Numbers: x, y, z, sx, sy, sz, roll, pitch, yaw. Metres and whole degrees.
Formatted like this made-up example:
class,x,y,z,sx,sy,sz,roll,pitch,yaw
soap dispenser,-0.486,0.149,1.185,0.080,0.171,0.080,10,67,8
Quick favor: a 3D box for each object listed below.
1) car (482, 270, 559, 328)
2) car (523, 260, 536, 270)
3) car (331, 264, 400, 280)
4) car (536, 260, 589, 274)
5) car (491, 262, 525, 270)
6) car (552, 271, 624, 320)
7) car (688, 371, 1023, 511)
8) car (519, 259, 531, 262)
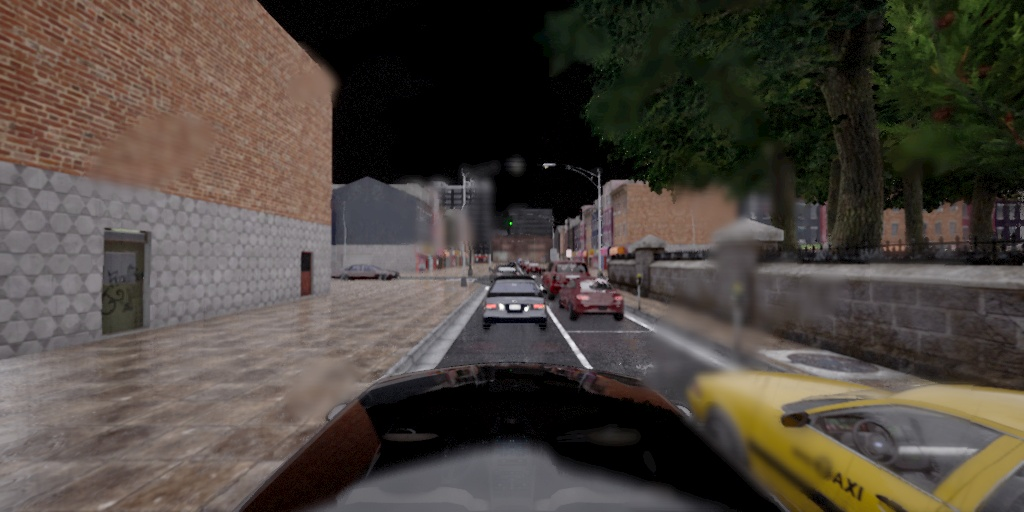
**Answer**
class,x,y,z,sx,sy,sz,roll,pitch,yaw
car,0.078,1.333,11.442,2.033,1.411,5.357,0,0,0
car,2.627,1.489,44.372,1.888,1.381,4.507,0,0,0
car,-12.056,1.377,29.486,5.357,1.411,2.033,0,-1,-4
car,2.634,1.127,17.943,2.192,1.841,5.009,0,0,0
car,-0.561,1.375,26.233,1.812,1.442,4.674,0,0,-9
car,2.636,1.371,12.495,1.802,1.307,4.207,0,0,0
car,2.639,1.275,1.766,1.751,1.417,4.829,0,0,0
car,2.622,1.587,60.683,1.888,1.381,4.507,0,0,0
